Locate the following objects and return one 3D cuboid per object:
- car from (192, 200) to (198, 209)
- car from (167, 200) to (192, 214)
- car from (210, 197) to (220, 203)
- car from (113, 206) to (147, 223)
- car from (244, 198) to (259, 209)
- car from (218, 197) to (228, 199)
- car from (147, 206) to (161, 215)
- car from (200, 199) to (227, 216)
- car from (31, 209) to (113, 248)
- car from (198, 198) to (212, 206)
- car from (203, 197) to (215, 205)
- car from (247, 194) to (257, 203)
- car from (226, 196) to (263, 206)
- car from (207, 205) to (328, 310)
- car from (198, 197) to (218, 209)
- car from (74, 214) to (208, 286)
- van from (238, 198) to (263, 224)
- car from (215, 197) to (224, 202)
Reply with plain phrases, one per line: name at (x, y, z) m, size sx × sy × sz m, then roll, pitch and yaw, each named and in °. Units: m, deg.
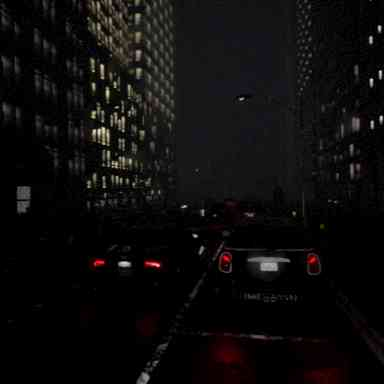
car at (0.353, 1.811, 49.480) m, size 2.008 × 1.369 × 4.403 m, roll -2°, pitch 0°, yaw 10°
car at (-1.684, 1.784, 38.297) m, size 2.008 × 1.369 × 4.403 m, roll -2°, pitch 0°, yaw 10°
car at (5.412, 1.852, 77.272) m, size 1.752 × 1.417 × 4.829 m, roll -2°, pitch 0°, yaw 10°
car at (-4.738, 1.743, 21.522) m, size 2.008 × 1.369 × 4.403 m, roll -2°, pitch 0°, yaw 10°
car at (8.597, 1.671, 47.980) m, size 2.008 × 1.369 × 4.403 m, roll -2°, pitch 0°, yaw 10°
car at (4.999, 1.504, 43.205) m, size 2.097 × 1.767 × 4.553 m, roll -1°, pitch 0°, yaw 10°
car at (-3.719, 1.788, 27.114) m, size 1.802 × 1.307 × 4.206 m, roll -2°, pitch 0°, yaw 10°
car at (2.139, 1.589, 26.932) m, size 1.882 × 1.535 × 5.008 m, roll -1°, pitch 0°, yaw 10°
car at (-5.756, 1.724, 15.930) m, size 1.887 × 1.381 × 4.507 m, roll -2°, pitch 0°, yaw 10°
car at (2.389, 1.869, 60.664) m, size 1.802 × 1.307 × 4.206 m, roll -2°, pitch 0°, yaw 10°
car at (3.404, 1.741, 66.256) m, size 1.967 × 1.590 × 4.097 m, roll -2°, pitch 0°, yaw 10°
car at (13.681, 1.501, 75.941) m, size 2.192 × 1.841 × 5.009 m, roll -2°, pitch 0°, yaw 10°
car at (3.500, 1.367, 20.023) m, size 2.192 × 1.841 × 5.009 m, roll -2°, pitch 0°, yaw 10°
car at (1.768, 1.368, 8.089) m, size 2.097 × 1.767 × 4.553 m, roll -1°, pitch 0°, yaw 10°
car at (2.633, 1.560, 46.982) m, size 2.097 × 1.767 × 4.553 m, roll -1°, pitch 0°, yaw 10°
car at (-1.006, 1.616, 9.663) m, size 2.033 × 1.411 × 5.357 m, roll -1°, pitch 0°, yaw 10°
van at (4.519, 1.407, 25.615) m, size 1.690 × 1.788 × 3.998 m, roll -2°, pitch 0°, yaw 10°
car at (7.479, 1.918, 88.623) m, size 1.947 × 1.339 × 4.313 m, roll -2°, pitch 0°, yaw 10°
